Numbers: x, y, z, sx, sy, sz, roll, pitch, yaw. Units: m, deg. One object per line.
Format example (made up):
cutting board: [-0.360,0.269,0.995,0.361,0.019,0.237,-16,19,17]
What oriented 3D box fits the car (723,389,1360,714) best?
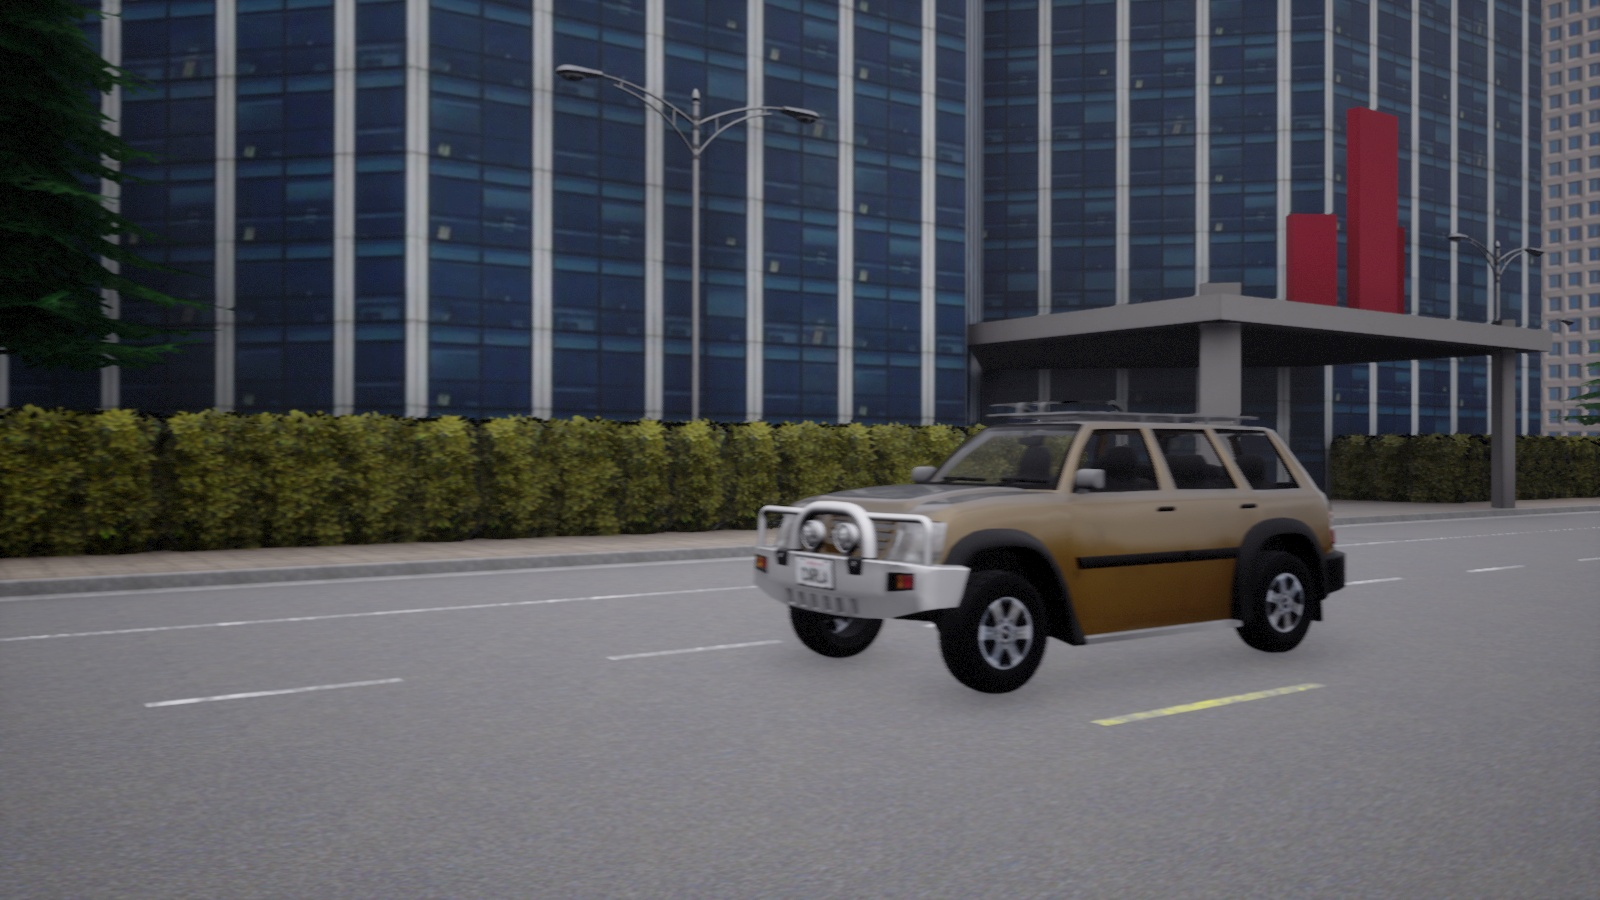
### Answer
car: [1.912,0.580,9.253,4.605,1.855,1.932,0,0,-35]
